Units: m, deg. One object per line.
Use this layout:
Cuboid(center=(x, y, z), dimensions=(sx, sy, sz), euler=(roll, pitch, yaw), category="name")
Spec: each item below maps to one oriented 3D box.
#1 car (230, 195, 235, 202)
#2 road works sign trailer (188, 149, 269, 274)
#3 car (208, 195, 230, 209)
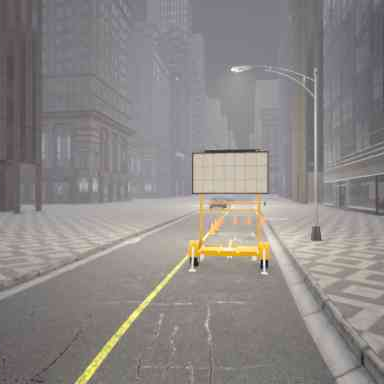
Cuboid(center=(7.902, 1.418, 69.863), dimensions=(1.994, 1.385, 4.181), euler=(0, 0, 9), category="car")
Cuboid(center=(1.215, 0.459, 10.625), dimensions=(2.380, 3.560, 2.880), euler=(0, 0, 9), category="road works sign trailer")
Cuboid(center=(3.359, 1.285, 42.796), dimensions=(2.097, 1.767, 4.553), euler=(0, 0, 9), category="car")
